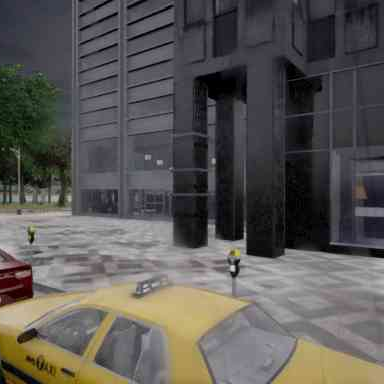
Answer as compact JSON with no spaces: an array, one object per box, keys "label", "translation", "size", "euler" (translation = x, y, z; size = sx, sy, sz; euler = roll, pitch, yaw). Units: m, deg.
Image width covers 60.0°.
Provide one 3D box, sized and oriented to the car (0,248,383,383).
[{"label":"car","translation":[-0.591,1.525,3.384],"size":[4.829,1.417,1.752],"euler":[0,0,36]}]
